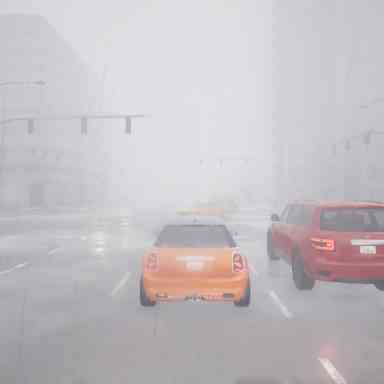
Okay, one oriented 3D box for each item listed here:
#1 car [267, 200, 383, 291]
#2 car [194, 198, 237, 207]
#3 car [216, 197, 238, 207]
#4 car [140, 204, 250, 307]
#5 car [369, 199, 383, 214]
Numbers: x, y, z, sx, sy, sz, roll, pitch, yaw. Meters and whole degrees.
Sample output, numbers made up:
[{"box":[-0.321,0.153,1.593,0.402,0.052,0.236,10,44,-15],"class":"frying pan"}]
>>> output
[{"box":[3.554,1.221,9.174,2.150,2.045,5.566,0,0,3],"class":"car"},{"box":[0.967,1.477,26.755,5.008,1.535,1.882,0,-1,-40],"class":"car"},{"box":[2.653,1.352,35.532,4.553,1.767,2.097,0,0,1],"class":"car"},{"box":[0.075,1.352,8.154,2.097,1.767,4.553,0,0,1],"class":"car"},{"box":[21.592,1.526,35.278,4.674,1.442,1.812,0,0,0],"class":"car"}]
